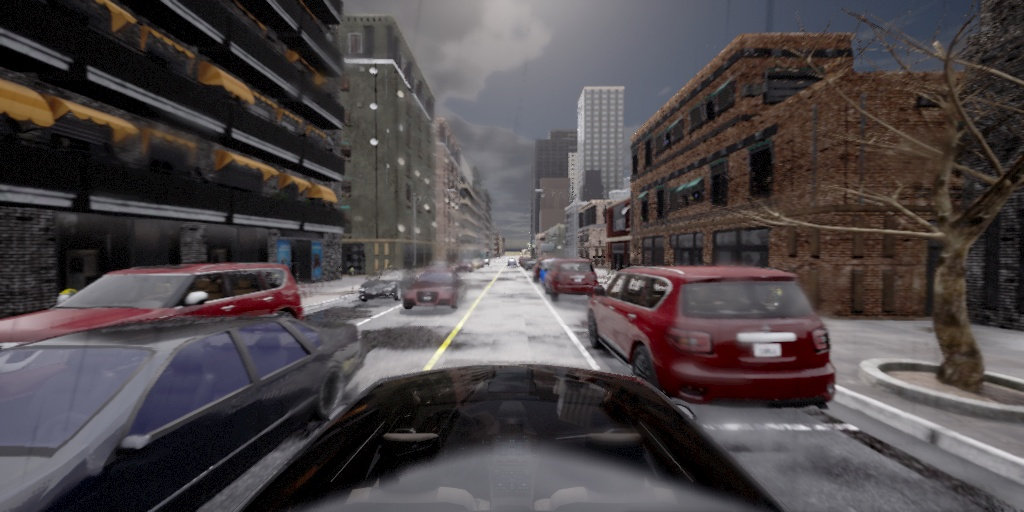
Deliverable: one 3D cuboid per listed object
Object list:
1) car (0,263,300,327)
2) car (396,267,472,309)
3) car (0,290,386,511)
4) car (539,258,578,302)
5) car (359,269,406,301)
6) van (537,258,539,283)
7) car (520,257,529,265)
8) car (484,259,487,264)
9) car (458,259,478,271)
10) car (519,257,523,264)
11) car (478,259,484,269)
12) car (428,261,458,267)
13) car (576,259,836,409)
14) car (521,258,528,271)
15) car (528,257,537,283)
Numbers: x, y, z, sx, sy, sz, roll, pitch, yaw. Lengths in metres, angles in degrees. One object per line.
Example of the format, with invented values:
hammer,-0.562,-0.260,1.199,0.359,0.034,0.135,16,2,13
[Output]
car,-5.690,1.064,6.143,2.192,1.841,5.009,0,0,0
car,-2.997,1.313,14.711,1.994,1.385,4.181,0,0,0
car,-3.088,1.297,3.062,2.033,1.411,5.357,0,0,0
car,2.692,1.061,16.948,2.192,1.841,5.009,0,0,0
car,-5.689,1.297,16.957,2.007,1.370,4.403,0,0,0
van,2.693,1.085,22.355,1.690,1.789,3.998,0,0,0
car,2.666,1.297,54.465,1.948,1.339,4.313,0,0,0
car,-5.680,1.168,59.997,1.967,1.591,4.097,0,0,0
car,-5.684,1.176,43.993,1.967,1.591,4.097,0,0,0
car,2.667,1.294,60.045,1.948,1.339,4.313,0,0,0
car,-5.682,1.257,54.247,1.751,1.417,4.829,0,0,0
car,-5.687,1.182,27.771,1.967,1.591,4.097,0,0,0
car,2.691,1.064,6.134,2.192,1.841,5.009,0,0,0
car,2.699,1.294,48.893,2.007,1.370,4.403,0,0,0
car,2.694,1.057,27.763,2.192,1.841,5.009,0,0,0
